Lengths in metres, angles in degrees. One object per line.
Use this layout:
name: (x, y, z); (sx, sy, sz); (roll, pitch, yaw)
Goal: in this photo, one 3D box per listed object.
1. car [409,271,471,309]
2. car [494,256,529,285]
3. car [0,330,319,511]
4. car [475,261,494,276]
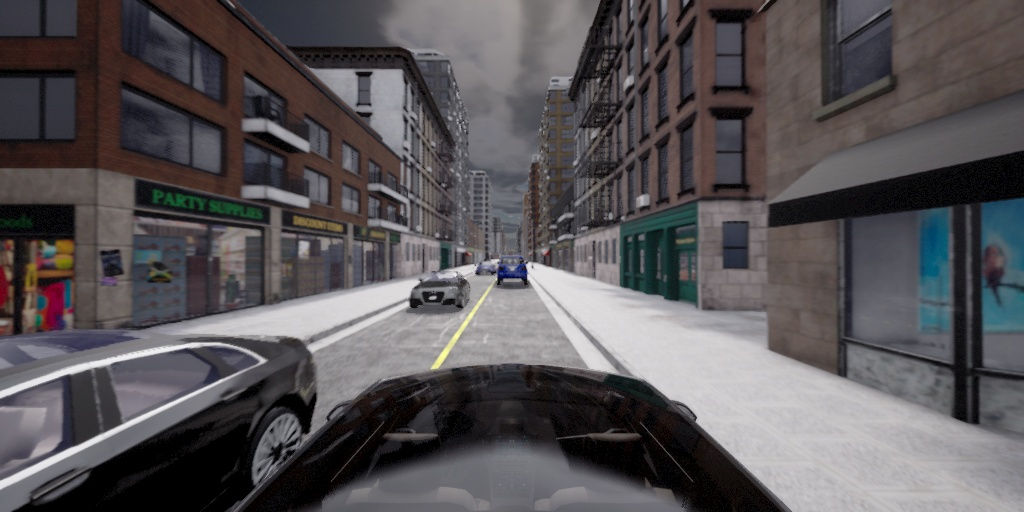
car: (-2.843, 1.315, 14.895); (1.994, 1.385, 4.181); (0, 0, 0)
car: (0.046, 0.977, 26.614); (2.150, 2.045, 5.566); (0, 0, 0)
car: (-2.847, 1.242, 1.610); (2.128, 1.511, 4.902); (0, 0, 0)
car: (-2.772, 1.282, 38.138); (1.812, 1.442, 4.674); (0, 0, 0)
